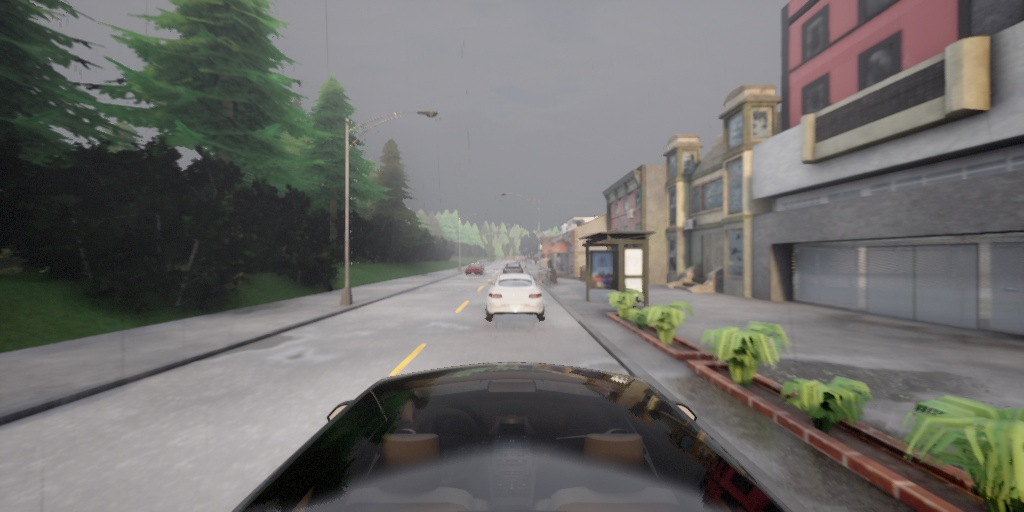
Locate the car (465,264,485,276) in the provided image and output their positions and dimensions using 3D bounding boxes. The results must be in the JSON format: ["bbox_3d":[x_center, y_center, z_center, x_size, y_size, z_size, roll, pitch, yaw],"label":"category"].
[{"bbox_3d":[-4.087,1.516,39.805,1.895,1.301,4.718,0,0,0],"label":"car"}]

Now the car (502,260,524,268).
[{"bbox_3d":[0.104,1.381,33.635,2.128,1.511,4.902,0,0,0],"label":"car"}]

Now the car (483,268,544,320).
[{"bbox_3d":[0.103,1.323,12.707,1.812,1.442,4.674,0,0,0],"label":"car"}]
